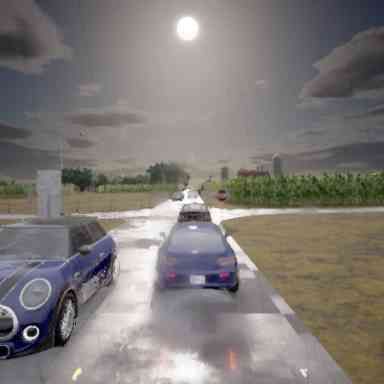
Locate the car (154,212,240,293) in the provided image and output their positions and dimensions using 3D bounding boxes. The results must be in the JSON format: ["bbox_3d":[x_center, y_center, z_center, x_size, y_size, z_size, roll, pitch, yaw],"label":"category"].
[{"bbox_3d":[0.094,1.486,8.624,1.812,1.442,4.674,0,0,0],"label":"car"}]

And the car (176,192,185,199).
[{"bbox_3d":[-2.654,0.756,76.495,1.882,1.535,5.008,0,1,0],"label":"car"}]

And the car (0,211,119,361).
[{"bbox_3d":[-2.828,1.323,6.243,2.097,1.767,4.553,0,0,0],"label":"car"}]

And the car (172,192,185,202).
[{"bbox_3d":[-2.717,1.004,61.136,1.837,1.490,4.892,0,1,1],"label":"car"}]

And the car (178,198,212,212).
[{"bbox_3d":[0.207,1.385,20.376,1.882,1.535,5.008,0,0,2],"label":"car"}]

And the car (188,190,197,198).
[{"bbox_3d":[0.100,0.456,78.961,2.150,2.045,5.566,0,1,0],"label":"car"}]

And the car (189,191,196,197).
[{"bbox_3d":[0.113,0.419,89.352,1.812,1.442,4.674,0,1,0],"label":"car"}]
